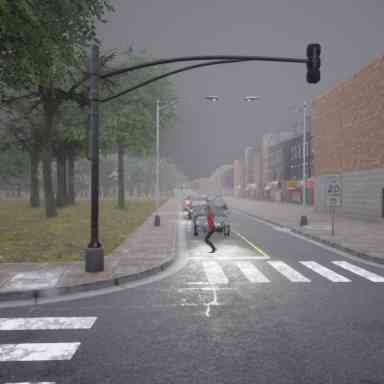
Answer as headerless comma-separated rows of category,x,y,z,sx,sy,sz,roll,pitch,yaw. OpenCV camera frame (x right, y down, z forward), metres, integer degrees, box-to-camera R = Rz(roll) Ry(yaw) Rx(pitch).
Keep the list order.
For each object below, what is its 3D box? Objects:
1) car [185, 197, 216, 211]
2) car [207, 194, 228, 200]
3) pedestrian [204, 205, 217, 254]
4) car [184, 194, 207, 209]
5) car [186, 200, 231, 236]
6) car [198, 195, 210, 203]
car,0.580,1.383,27.289,1.812,1.442,4.674,0,0,-2
car,3.036,1.343,40.401,1.994,1.385,4.181,0,0,-2
pedestrian,0.653,1.295,11.971,0.375,1.860,0.375,1,0,-2
car,0.220,1.136,37.136,2.097,1.767,4.553,0,0,-2
car,0.923,1.433,18.130,2.128,1.511,4.902,0,1,-2
car,2.220,1.225,62.088,1.812,1.442,4.674,0,0,-2
